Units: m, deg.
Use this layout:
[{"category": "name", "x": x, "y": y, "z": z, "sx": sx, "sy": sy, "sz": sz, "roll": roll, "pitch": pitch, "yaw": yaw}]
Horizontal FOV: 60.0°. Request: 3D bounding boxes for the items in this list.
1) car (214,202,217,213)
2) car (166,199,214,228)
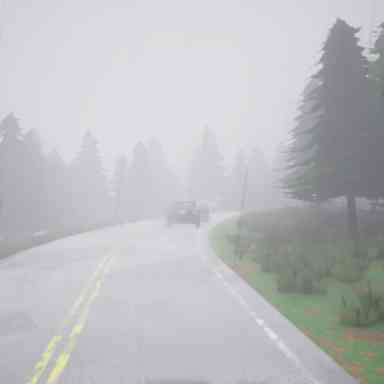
[{"category": "car", "x": 0.722, "y": 1.417, "z": 32.157, "sx": 1.812, "sy": 1.442, "sz": 4.674, "roll": -4, "pitch": -2, "yaw": 33}, {"category": "car", "x": -0.135, "y": 1.248, "z": 21.704, "sx": 2.097, "sy": 1.767, "sz": 4.553, "roll": -2, "pitch": 0, "yaw": 12}]
